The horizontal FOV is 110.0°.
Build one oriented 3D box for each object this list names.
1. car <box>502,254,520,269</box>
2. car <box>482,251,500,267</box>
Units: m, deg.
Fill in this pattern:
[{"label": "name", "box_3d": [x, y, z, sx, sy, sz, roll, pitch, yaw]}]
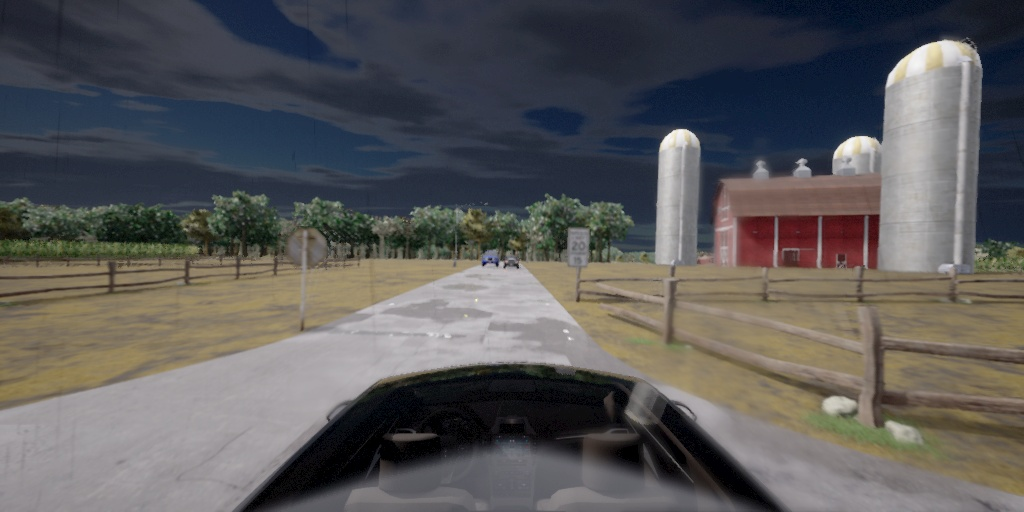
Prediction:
[{"label": "car", "box_3d": [-0.077, 0.783, 43.880, 1.812, 1.442, 4.674, 2, 0, 0]}, {"label": "car", "box_3d": [-2.827, 0.351, 48.442, 2.150, 2.045, 5.566, 2, 0, 0]}]
